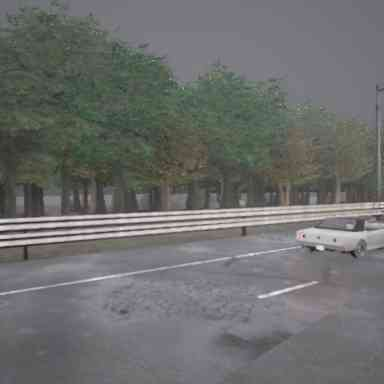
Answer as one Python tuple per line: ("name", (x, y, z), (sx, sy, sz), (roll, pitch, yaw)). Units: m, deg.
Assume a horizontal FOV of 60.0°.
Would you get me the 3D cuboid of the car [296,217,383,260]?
("car", (6.093, 1.567, 12.396), (4.718, 1.301, 1.895), (0, 0, -36))
